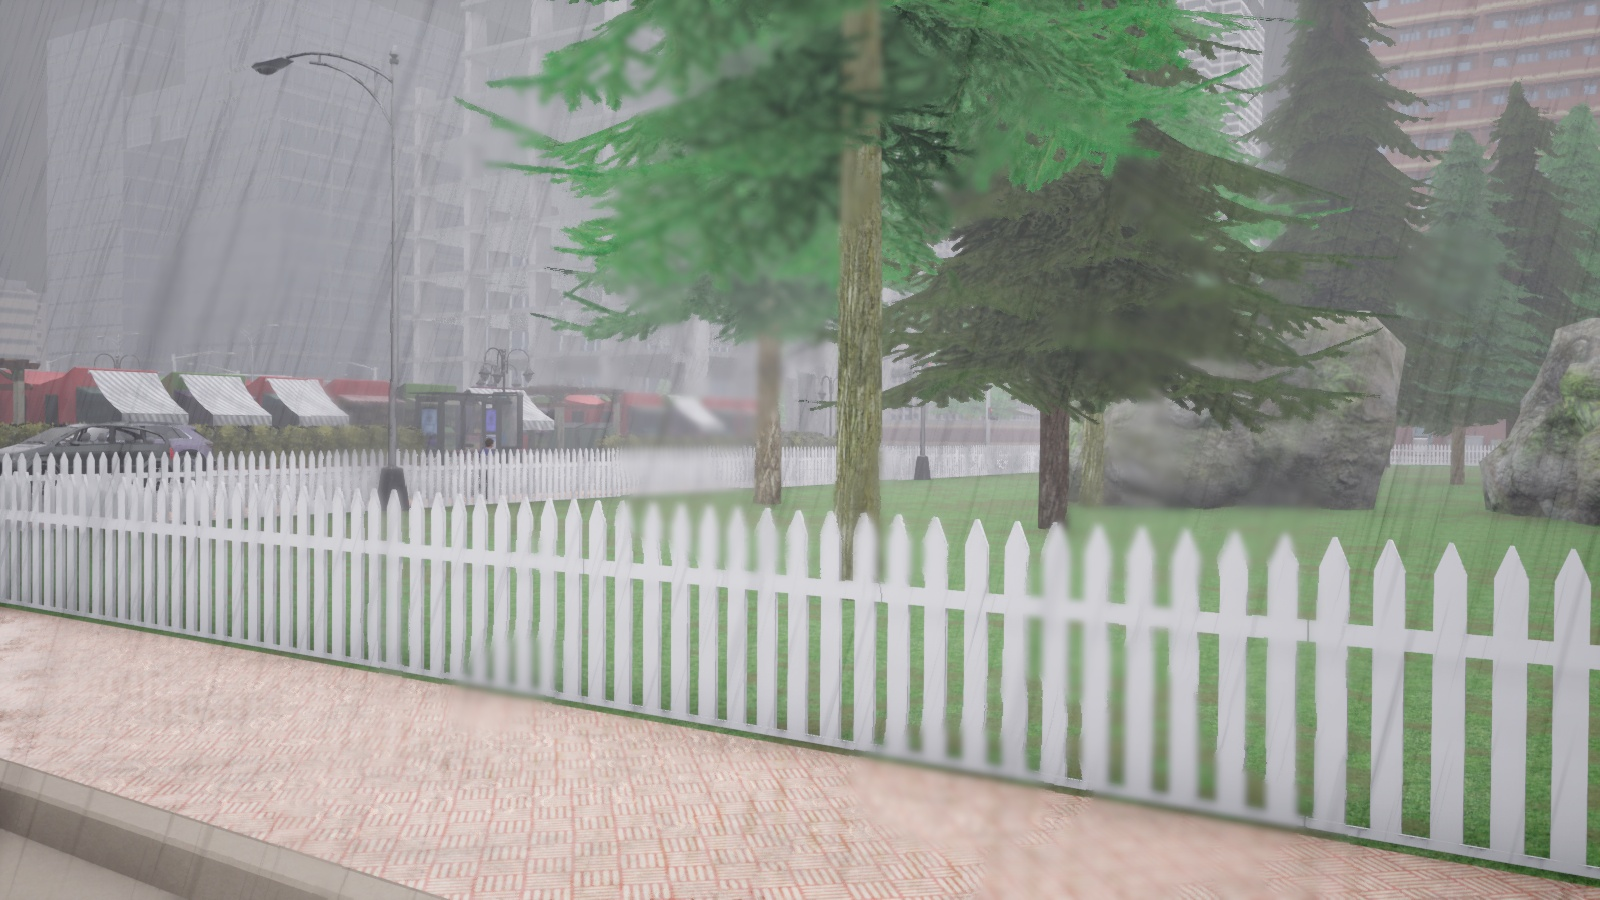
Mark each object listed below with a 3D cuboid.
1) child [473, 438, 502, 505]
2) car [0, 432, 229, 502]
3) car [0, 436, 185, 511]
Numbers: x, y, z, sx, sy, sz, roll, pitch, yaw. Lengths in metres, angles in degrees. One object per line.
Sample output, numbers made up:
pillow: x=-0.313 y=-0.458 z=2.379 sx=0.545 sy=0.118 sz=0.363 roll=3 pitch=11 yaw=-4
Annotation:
child: x=-5.895 y=0.400 z=23.700 sx=0.270 sy=1.263 sz=0.437 roll=0 pitch=1 yaw=32
car: x=-17.565 y=0.378 z=32.379 sx=2.033 sy=1.649 sz=4.856 roll=0 pitch=1 yaw=32
car: x=-16.081 y=0.471 z=28.169 sx=1.789 sy=1.549 sz=3.705 roll=0 pitch=1 yaw=32
